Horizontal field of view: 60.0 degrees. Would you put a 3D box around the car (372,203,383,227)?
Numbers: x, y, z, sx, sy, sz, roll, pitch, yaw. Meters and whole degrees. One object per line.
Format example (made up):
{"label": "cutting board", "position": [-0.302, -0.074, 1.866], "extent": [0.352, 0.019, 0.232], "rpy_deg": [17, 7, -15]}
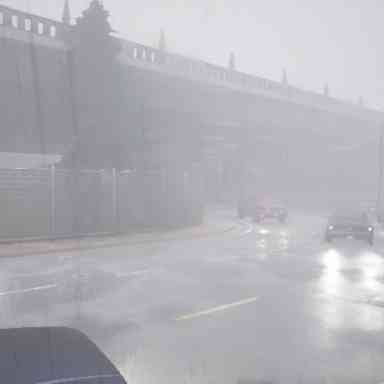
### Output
{"label": "car", "position": [12.419, 1.501, 18.888], "extent": [2.033, 1.411, 5.357], "rpy_deg": [0, 0, 10]}

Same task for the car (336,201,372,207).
{"label": "car", "position": [15.042, 1.482, 30.381], "extent": [2.033, 1.411, 5.357], "rpy_deg": [0, 0, -16]}

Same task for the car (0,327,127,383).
{"label": "car", "position": [-2.942, 1.550, 1.647], "extent": [5.357, 1.411, 2.033], "rpy_deg": [0, 0, -36]}

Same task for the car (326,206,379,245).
{"label": "car", "position": [7.433, 1.567, 15.673], "extent": [1.895, 1.301, 4.718], "rpy_deg": [0, 0, 25]}

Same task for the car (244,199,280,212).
{"label": "car", "position": [8.087, 1.499, 38.695], "extent": [1.994, 1.385, 4.181], "rpy_deg": [0, 0, -25]}

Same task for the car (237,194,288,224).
{"label": "car", "position": [5.143, 1.180, 25.176], "extent": [2.150, 2.045, 5.566], "rpy_deg": [0, 0, -11]}
